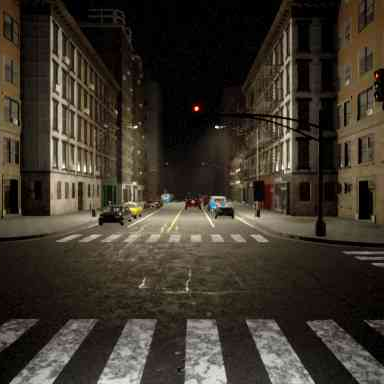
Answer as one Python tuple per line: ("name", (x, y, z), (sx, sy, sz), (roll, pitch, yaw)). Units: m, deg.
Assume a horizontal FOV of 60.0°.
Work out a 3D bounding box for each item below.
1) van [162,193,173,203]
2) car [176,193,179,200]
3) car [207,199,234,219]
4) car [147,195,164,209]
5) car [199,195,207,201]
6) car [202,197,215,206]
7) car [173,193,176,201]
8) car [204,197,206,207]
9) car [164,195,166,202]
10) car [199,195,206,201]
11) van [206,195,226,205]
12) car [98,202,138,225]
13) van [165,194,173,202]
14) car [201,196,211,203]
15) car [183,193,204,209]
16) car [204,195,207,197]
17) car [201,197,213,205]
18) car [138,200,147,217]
("van", (-5.336, 1.337, 66.807), (1.690, 1.788, 3.998), (0, 0, 0))
("car", (-5.325, 1.545, 88.432), (2.008, 1.369, 4.403), (0, 0, 0))
("car", (2.680, 1.548, 28.953), (2.008, 1.369, 4.403), (0, 0, 0))
("car", (-5.347, 1.436, 45.182), (1.967, 1.590, 4.097), (0, 0, 0))
("car", (2.770, 1.539, 83.016), (1.887, 1.381, 4.507), (0, 0, 0))
("car", (2.725, 1.562, 55.984), (1.947, 1.339, 4.313), (0, 0, 0))
("car", (-5.333, 1.310, 72.213), (2.192, 1.841, 5.009), (0, 0, 0))
("car", (2.698, 1.578, 39.766), (1.802, 1.307, 4.206), (0, 0, 0))
("car", (-5.344, 1.521, 50.418), (1.752, 1.417, 4.829), (0, 0, 0))
("car", (2.779, 1.560, 88.422), (1.947, 1.339, 4.313), (0, 0, 0))
("van", (2.689, 1.338, 34.359), (1.690, 1.788, 3.998), (0, 0, 0))
("car", (-5.357, 1.549, 23.557), (2.008, 1.369, 4.403), (0, 0, 0))
("van", (-5.331, 1.336, 77.620), (1.690, 1.788, 3.998), (0, 0, 0))
("car", (2.743, 1.521, 66.966), (1.752, 1.417, 4.829), (0, 0, 0))
("car", (0.157, 1.348, 45.947), (2.097, 1.767, 4.553), (0, 0, 0))
("car", (2.716, 1.311, 50.578), (2.192, 1.841, 5.009), (0, 0, 0))
("car", (2.734, 1.546, 61.391), (2.008, 1.369, 4.403), (0, 0, 0))
("car", (-5.355, 1.523, 28.794), (1.752, 1.417, 4.829), (0, 0, 0))
